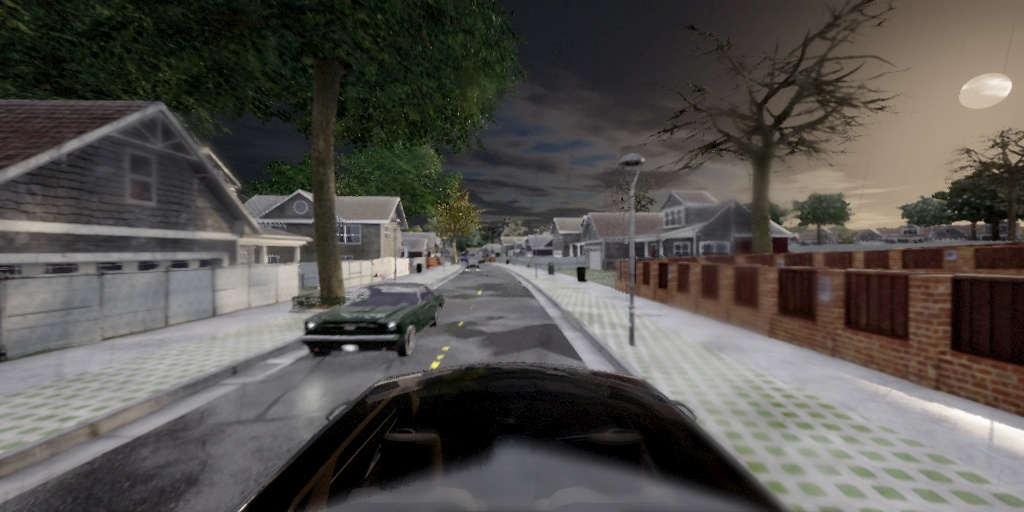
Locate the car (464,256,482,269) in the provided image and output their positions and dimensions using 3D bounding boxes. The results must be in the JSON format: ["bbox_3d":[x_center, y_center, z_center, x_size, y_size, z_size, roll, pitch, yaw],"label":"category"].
[{"bbox_3d":[-5.643,1.166,52.288,1.837,1.490,4.892,0,0,-6],"label":"car"}]

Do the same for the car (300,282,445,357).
[{"bbox_3d":[-2.932,1.333,8.620,1.895,1.301,4.718,0,0,-1],"label":"car"}]
